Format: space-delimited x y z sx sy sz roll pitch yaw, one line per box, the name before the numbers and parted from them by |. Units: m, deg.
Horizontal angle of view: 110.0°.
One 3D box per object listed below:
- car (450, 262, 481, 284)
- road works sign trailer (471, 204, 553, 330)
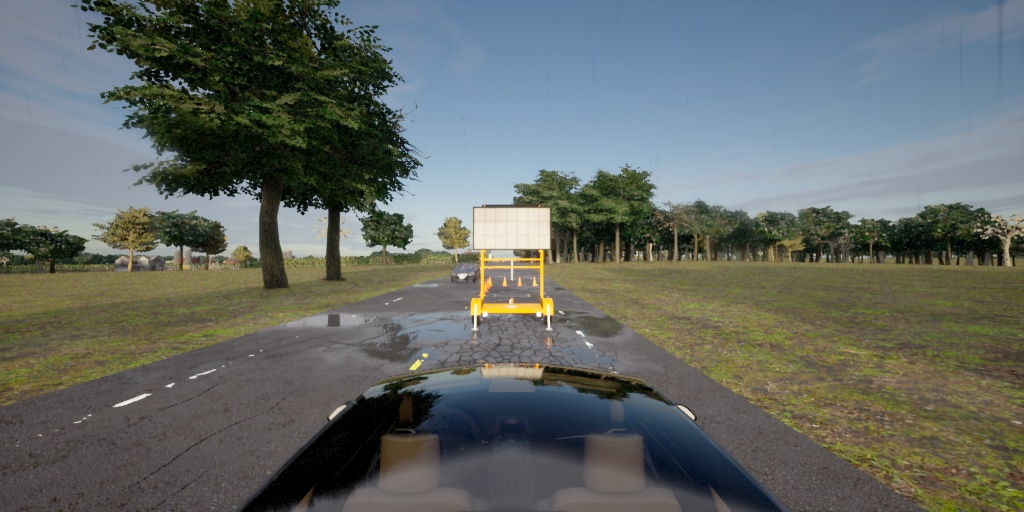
car | -3.493 1.253 27.530 2.128 1.511 4.902 0 0 0
road works sign trailer | 0.001 0.218 11.112 2.380 3.560 2.880 0 0 0
